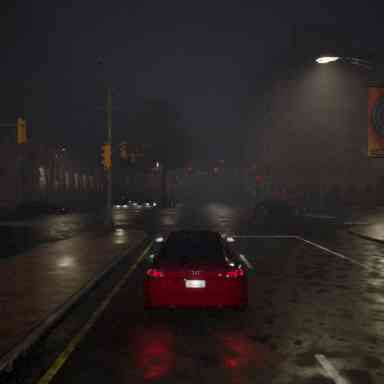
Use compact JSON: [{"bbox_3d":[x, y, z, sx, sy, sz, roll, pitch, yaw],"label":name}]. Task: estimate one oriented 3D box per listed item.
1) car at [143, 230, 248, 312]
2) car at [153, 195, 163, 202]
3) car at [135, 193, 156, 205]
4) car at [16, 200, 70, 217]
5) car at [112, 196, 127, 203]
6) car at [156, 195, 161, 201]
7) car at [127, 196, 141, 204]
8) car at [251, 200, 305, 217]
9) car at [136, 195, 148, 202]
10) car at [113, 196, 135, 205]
[{"bbox_3d":[0.072,1.564,7.787,1.994,1.385,4.181,0,0,0],"label":"car"},{"bbox_3d":[-8.031,1.500,78.654,1.837,1.490,4.892,0,0,0],"label":"car"},{"bbox_3d":[-8.103,1.221,58.651,2.150,2.045,5.566,0,0,0],"label":"car"},{"bbox_3d":[-13.854,1.526,31.072,4.674,1.442,1.812,0,0,-4],"label":"car"},{"bbox_3d":[-14.776,1.595,67.893,1.895,1.301,4.718,0,0,0],"label":"car"},{"bbox_3d":[-8.032,1.601,68.450,1.895,1.301,4.718,0,0,0],"label":"car"},{"bbox_3d":[-11.553,1.564,66.231,1.994,1.385,4.181,0,0,0],"label":"car"},{"bbox_3d":[8.019,1.505,30.994,4.892,1.490,1.837,0,0,0],"label":"car"},{"bbox_3d":[-11.531,1.478,76.649,1.882,1.535,5.008,0,0,0],"label":"car"},{"bbox_3d":[-11.605,1.564,56.937,1.994,1.385,4.181,0,0,0],"label":"car"}]
